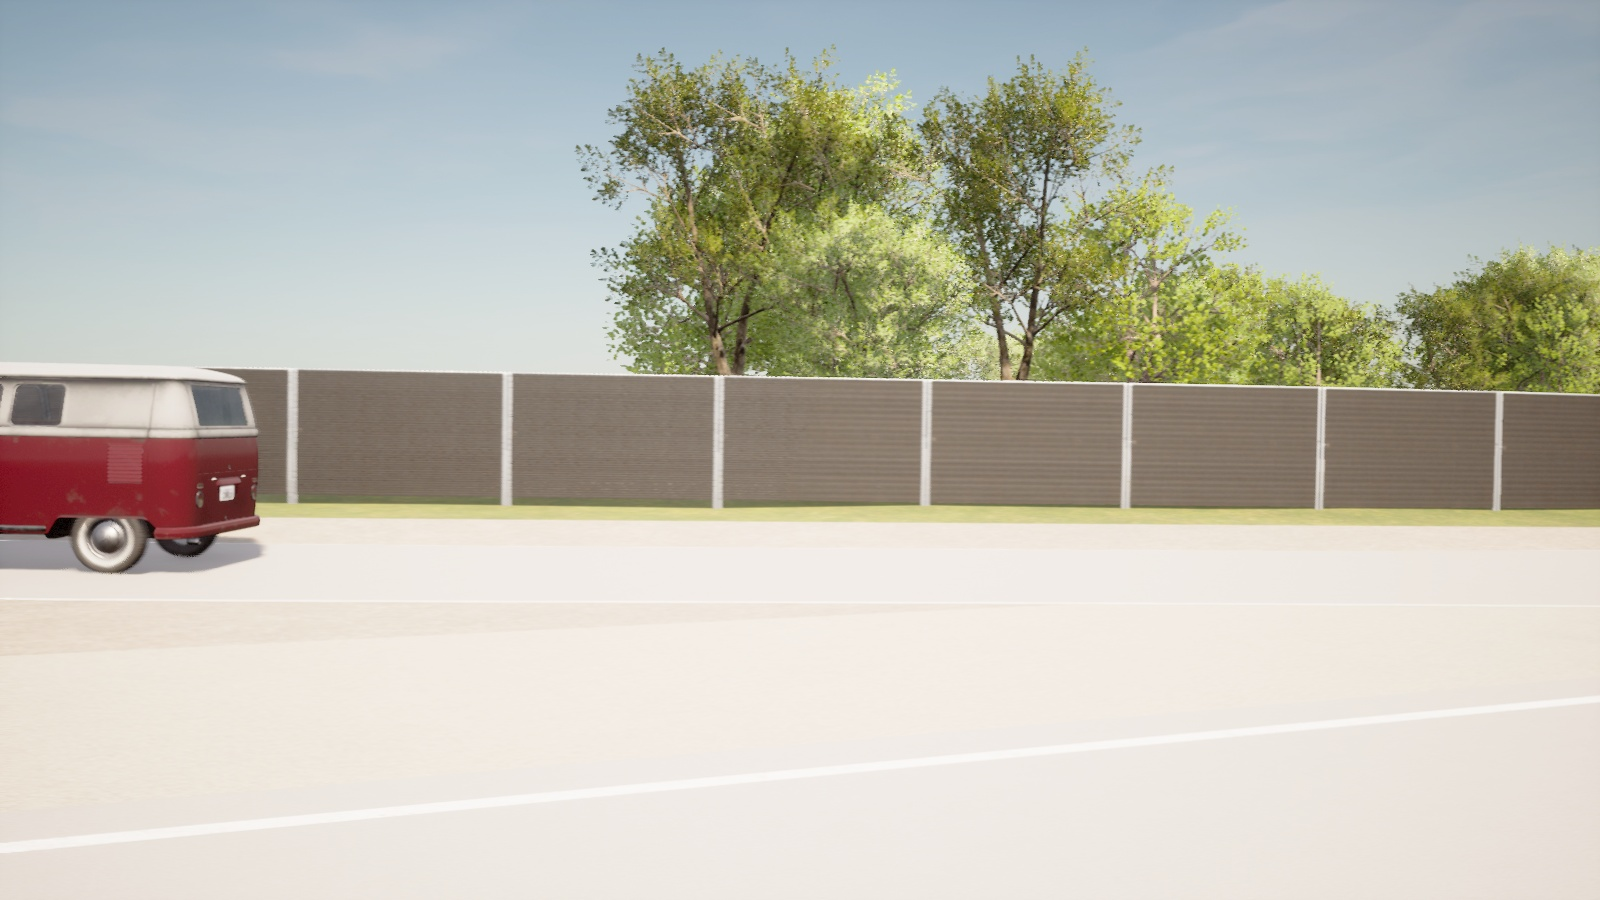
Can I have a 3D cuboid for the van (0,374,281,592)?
[{"bbox_3d":[-7.718,0.287,12.374,4.442,1.987,1.775,0,1,0],"label":"van"}]
